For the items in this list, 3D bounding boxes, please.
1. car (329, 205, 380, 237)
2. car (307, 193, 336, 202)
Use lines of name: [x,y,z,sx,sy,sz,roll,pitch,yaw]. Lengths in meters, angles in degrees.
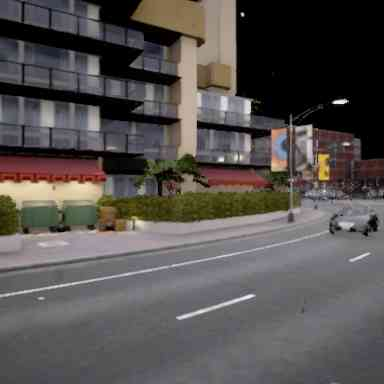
car: [9.011,1.505,18.294,2.128,1.511,4.902,0,0,37]
car: [22.068,1.228,56.267,1.994,1.385,4.181,0,0,-16]
